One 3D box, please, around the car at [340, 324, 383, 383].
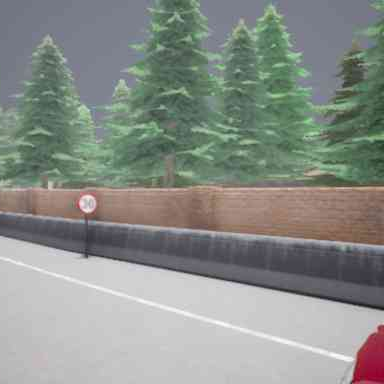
[{"bbox_3d":[3.300,1.611,1.675,4.718,1.301,1.895,0,0,35],"label":"car"}]
